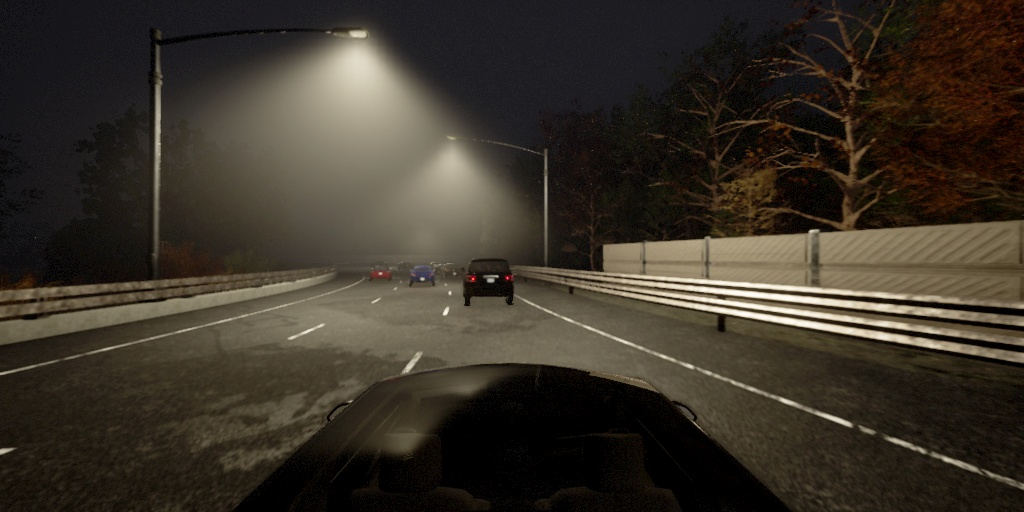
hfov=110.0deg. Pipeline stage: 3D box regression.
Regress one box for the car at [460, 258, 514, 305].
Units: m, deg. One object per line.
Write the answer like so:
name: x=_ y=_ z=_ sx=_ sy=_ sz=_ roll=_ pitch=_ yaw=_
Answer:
car: x=-1.272 y=1.113 z=17.234 sx=2.150 sy=2.045 sz=5.566 roll=0 pitch=0 yaw=-9

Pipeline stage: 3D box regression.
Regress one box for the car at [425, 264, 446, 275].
car: x=-10.311 y=1.781 z=48.042 sx=1.895 sy=1.301 sz=4.718 roll=0 pitch=-1 yaw=-24

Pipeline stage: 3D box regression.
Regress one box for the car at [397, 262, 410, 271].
car: x=-18.653 y=1.828 z=62.730 sx=1.837 sy=1.490 sz=4.892 roll=1 pitch=-1 yaw=-33

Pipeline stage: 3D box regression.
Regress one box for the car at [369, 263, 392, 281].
car: x=-12.729 y=1.631 z=34.898 sx=1.994 sy=1.385 sz=4.181 roll=0 pitch=-1 yaw=-18

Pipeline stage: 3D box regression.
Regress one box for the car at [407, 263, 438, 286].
car: x=-7.099 y=1.525 z=28.334 sx=1.812 sy=1.442 sz=4.674 roll=0 pitch=-1 yaw=-14

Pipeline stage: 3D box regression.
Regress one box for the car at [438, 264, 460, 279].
car: x=-6.403 y=1.607 z=37.702 sx=1.812 sy=1.442 sz=4.674 roll=0 pitch=-1 yaw=-18
